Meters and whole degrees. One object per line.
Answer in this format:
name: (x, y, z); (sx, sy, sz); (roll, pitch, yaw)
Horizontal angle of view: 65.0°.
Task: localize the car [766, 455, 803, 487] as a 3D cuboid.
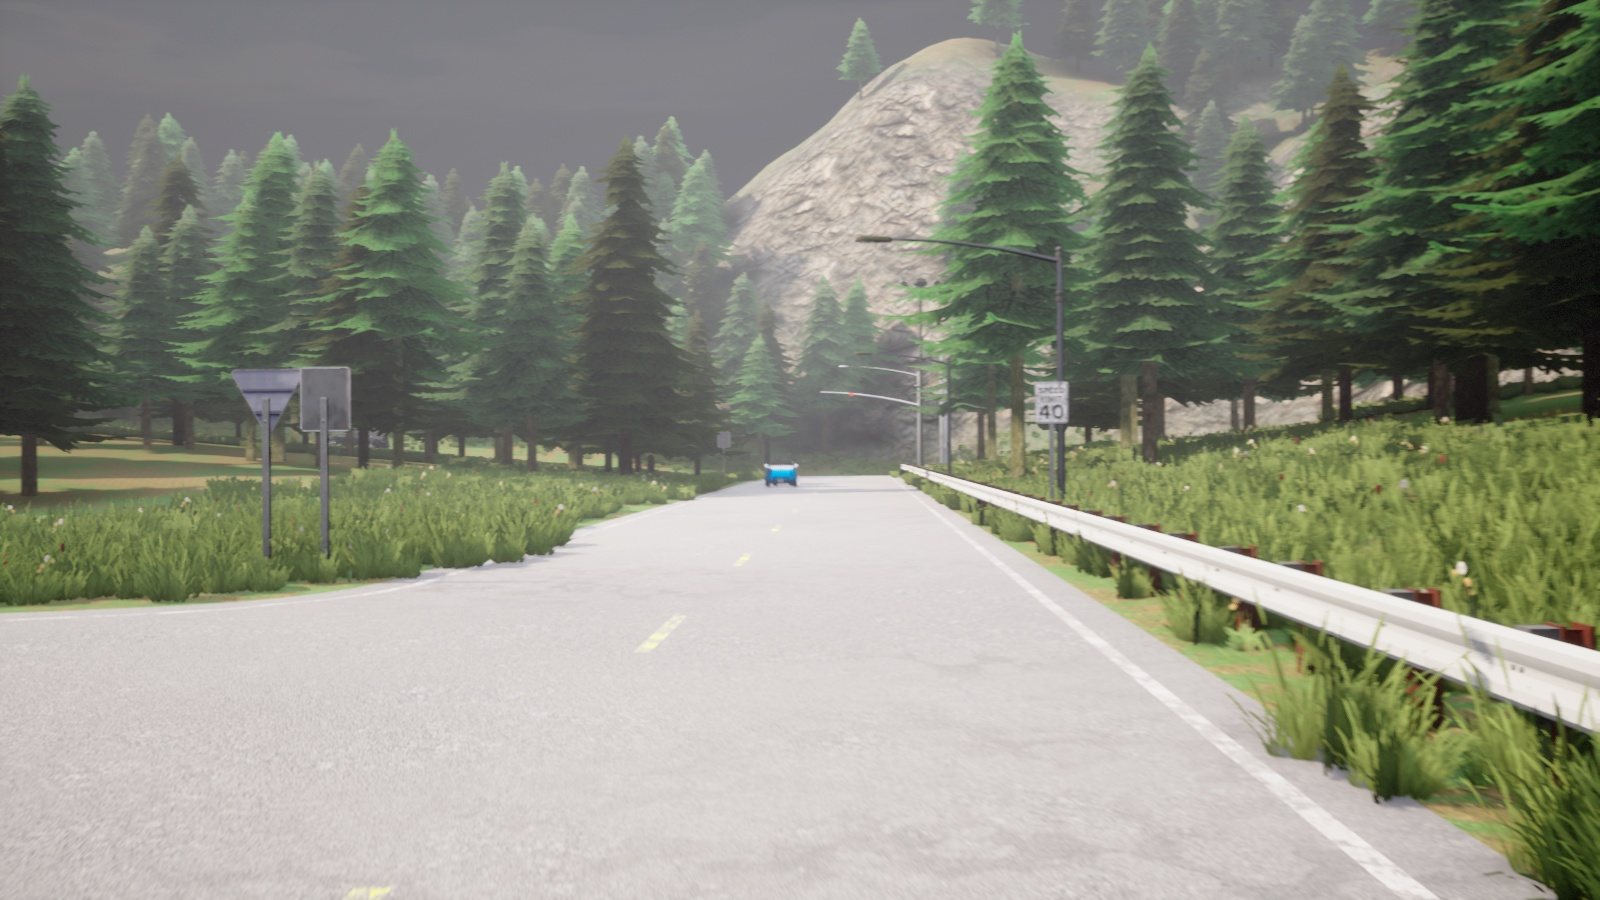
car: (-0.666, 0.925, 55.309); (1.481, 1.376, 2.207); (0, 0, 3)
